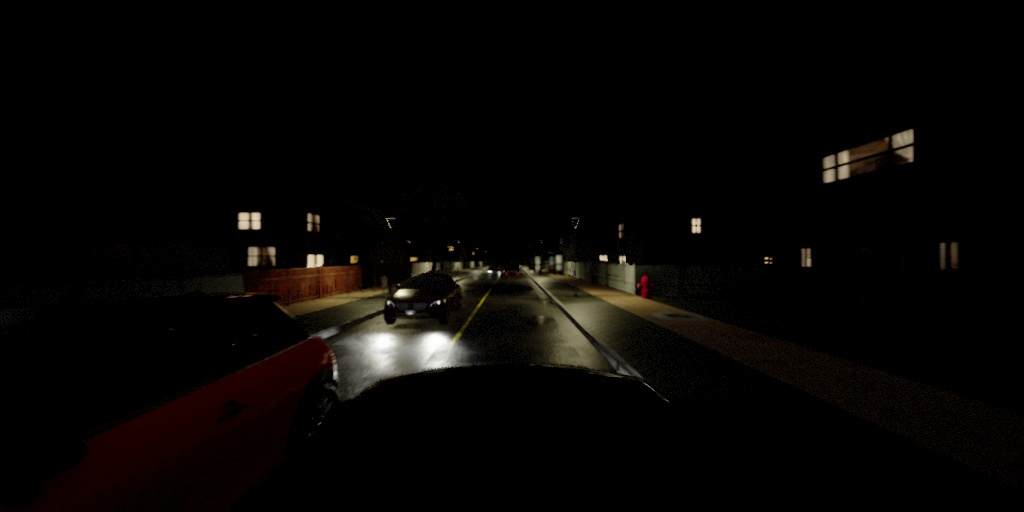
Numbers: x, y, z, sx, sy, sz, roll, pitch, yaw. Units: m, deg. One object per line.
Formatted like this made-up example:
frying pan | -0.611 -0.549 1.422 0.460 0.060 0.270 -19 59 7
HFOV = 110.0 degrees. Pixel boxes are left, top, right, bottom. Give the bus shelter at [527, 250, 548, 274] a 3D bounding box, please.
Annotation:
bus shelter | 3.027 0.916 44.801 1.920 2.740 3.880 0 0 0

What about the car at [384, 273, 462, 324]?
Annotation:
car | -2.837 1.328 12.334 1.812 1.442 4.674 0 0 0

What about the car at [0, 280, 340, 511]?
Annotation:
car | -2.847 1.102 1.853 2.097 1.767 4.553 0 0 0

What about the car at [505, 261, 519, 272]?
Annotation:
car | 0.025 1.478 53.961 2.097 1.767 4.553 0 -1 0

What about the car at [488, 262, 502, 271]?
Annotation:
car | -2.768 1.684 58.942 1.837 1.490 4.892 0 0 1
